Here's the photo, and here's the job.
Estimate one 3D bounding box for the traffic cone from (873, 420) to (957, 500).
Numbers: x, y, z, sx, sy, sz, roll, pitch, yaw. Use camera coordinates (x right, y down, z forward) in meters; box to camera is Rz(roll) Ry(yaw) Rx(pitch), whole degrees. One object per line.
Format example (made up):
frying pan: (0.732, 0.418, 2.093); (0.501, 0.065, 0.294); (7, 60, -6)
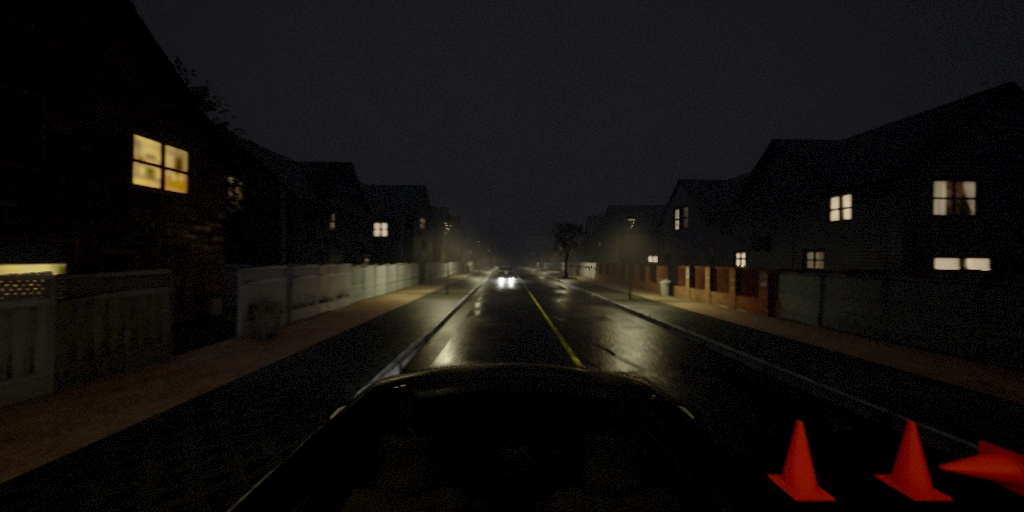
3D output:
traffic cone: (3.522, 1.753, 3.164); (0.340, 0.580, 0.340); (0, 0, -1)

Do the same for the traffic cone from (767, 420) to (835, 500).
traffic cone: (2.522, 1.742, 3.149); (0.340, 0.580, 0.340); (0, 0, -1)

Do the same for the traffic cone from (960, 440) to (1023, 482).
traffic cone: (4.371, 1.590, 3.179); (0.340, 0.580, 0.340); (0, 0, 2)

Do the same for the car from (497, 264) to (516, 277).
car: (-0.622, 1.611, 40.677); (2.128, 1.511, 4.902); (1, -1, -1)
